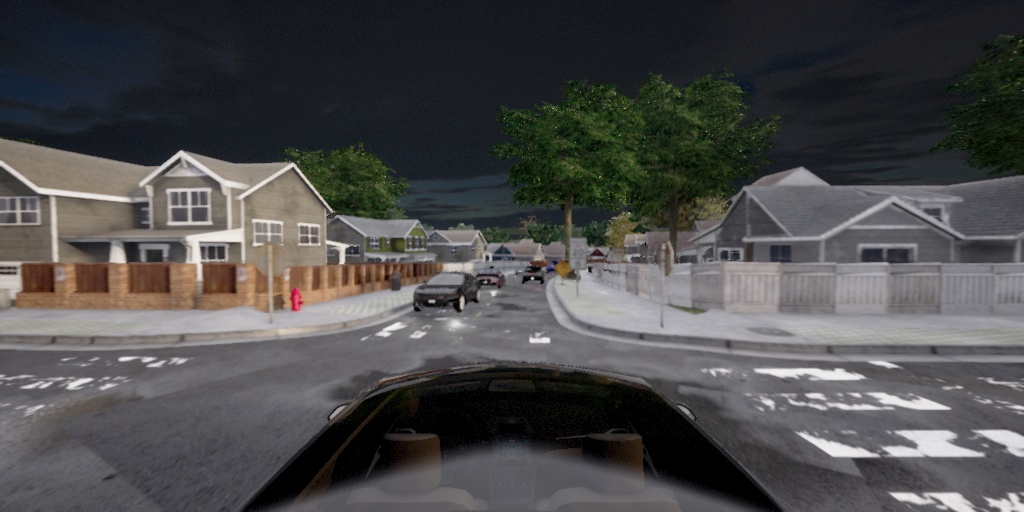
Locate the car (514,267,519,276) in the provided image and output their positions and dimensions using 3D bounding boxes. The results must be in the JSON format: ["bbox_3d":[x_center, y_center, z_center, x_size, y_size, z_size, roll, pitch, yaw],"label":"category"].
[{"bbox_3d":[1.595,1.827,46.899,2.128,1.511,4.902,0,-1,12],"label":"car"}]

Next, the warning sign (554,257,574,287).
[{"bbox_3d":[3.550,1.178,25.423,1.300,1.860,1.060,0,0,6],"label":"warning sign"}]

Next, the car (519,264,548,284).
[{"bbox_3d":[2.006,1.657,32.184,1.837,1.490,4.892,0,-1,7],"label":"car"}]

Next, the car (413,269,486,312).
[{"bbox_3d":[-2.623,1.401,15.449,1.882,1.535,5.008,0,-1,6],"label":"car"}]

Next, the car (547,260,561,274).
[{"bbox_3d":[6.715,1.683,55.892,2.150,2.045,5.566,0,-1,15],"label":"car"}]

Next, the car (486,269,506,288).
[{"bbox_3d":[-1.616,1.632,26.722,1.994,1.385,4.181,0,-1,6],"label":"car"}]
